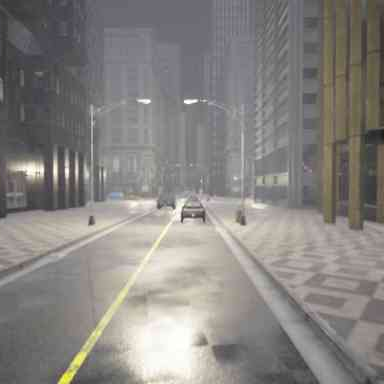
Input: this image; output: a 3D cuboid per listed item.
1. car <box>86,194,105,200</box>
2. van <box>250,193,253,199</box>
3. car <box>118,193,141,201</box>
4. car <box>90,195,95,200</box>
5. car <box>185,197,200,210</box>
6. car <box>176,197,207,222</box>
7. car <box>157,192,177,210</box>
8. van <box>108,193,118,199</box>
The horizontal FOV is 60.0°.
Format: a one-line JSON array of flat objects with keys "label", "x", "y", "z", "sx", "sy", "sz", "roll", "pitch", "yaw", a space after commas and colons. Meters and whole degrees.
[{"label": "car", "x": -25.667, "y": 1.297, "z": 88.620, "sx": 4.313, "sy": 1.339, "sz": 1.947, "roll": 0, "pitch": 1, "yaw": 0}, {"label": "van", "x": 17.730, "y": 1.209, "z": 88.805, "sx": 3.998, "sy": 1.788, "sz": 1.690, "roll": 0, "pitch": 1, "yaw": 0}, {"label": "car", "x": -14.653, "y": 1.435, "z": 80.134, "sx": 4.829, "sy": 1.417, "sz": 1.752, "roll": 0, "pitch": 1, "yaw": 0}, {"label": "car", "x": -25.403, "y": 1.423, "z": 80.097, "sx": 4.507, "sy": 1.381, "sz": 1.887, "roll": 0, "pitch": 1, "yaw": 0}, {"label": "car", "x": 0.086, "y": 1.405, "z": 42.787, "sx": 1.837, "sy": 1.490, "sz": 4.892, "roll": 0, "pitch": 0, "yaw": 0}, {"label": "car", "x": 0.092, "y": 1.425, "z": 25.617, "sx": 2.128, "sy": 1.511, "sz": 4.902, "roll": 0, "pitch": 0, "yaw": 0}, {"label": "car", "x": -3.096, "y": 1.125, "z": 41.499, "sx": 2.150, "sy": 2.045, "sz": 5.566, "roll": 0, "pitch": 0, "yaw": 0}, {"label": "van", "x": -20.254, "y": 1.087, "z": 88.639, "sx": 3.998, "sy": 1.788, "sz": 1.690, "roll": 0, "pitch": 1, "yaw": 0}]
